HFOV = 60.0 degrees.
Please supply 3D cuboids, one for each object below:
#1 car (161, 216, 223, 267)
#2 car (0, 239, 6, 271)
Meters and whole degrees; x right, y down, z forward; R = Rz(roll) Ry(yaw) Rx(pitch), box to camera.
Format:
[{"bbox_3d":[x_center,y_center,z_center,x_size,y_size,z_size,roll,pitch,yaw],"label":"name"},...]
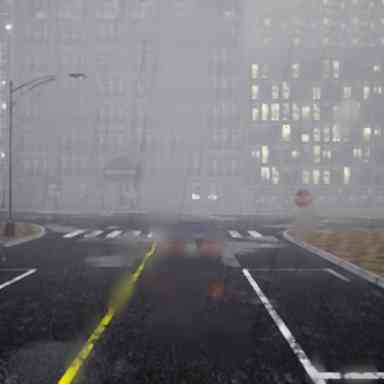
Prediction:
[{"bbox_3d":[0.074,1.533,11.375,2.033,1.411,5.357,0,0,2],"label":"car"},{"bbox_3d":[-5.811,1.541,7.175,2.008,1.369,4.403,1,0,0],"label":"car"}]
